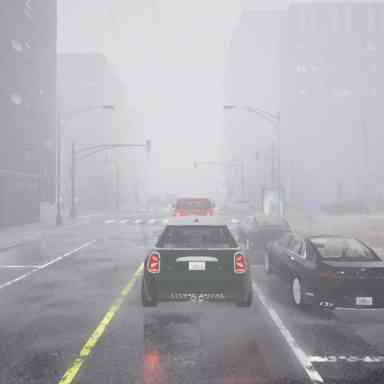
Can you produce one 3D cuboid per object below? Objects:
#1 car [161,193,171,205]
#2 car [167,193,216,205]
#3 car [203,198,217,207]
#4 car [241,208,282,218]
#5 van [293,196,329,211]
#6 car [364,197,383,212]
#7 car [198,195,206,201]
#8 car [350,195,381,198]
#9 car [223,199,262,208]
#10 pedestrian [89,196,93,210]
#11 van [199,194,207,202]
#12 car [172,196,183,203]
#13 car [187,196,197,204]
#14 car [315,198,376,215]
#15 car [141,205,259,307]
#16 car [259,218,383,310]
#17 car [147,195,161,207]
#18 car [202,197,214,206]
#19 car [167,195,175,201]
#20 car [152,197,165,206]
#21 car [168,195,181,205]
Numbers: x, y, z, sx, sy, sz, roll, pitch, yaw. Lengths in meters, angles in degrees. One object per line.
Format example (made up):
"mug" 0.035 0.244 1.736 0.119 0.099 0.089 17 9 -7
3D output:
"car" -3.137 1.240 51.086 2.150 2.045 5.566 0 0 0
"car" 0.082 1.228 17.601 2.150 2.045 5.566 0 0 0
"car" 2.684 1.585 51.396 1.947 1.339 4.313 1 0 0
"car" 2.826 1.555 13.204 2.008 1.369 4.403 1 0 0
"van" 13.752 1.296 38.220 3.998 1.788 1.690 0 0 0
"car" 21.313 1.459 35.582 4.718 1.301 1.895 0 -1 0
"car" 2.672 1.582 90.394 1.887 1.381 4.507 1 0 0
"car" 19.279 1.228 38.182 5.009 1.841 2.192 0 0 0
"car" 5.468 1.523 36.819 4.674 1.442 1.812 -1 -1 18
"pedestrian" -12.542 1.348 41.356 0.375 1.860 0.375 0 0 0
"van" 2.678 1.373 79.253 1.690 1.788 3.998 1 0 0
"car" -3.023 1.553 70.725 2.128 1.511 4.902 0 0 0
"car" 0.079 1.529 64.411 1.837 1.490 4.892 0 0 0
"car" 13.694 1.413 29.838 4.206 1.307 1.802 0 0 0
"car" 0.098 1.354 8.130 2.097 1.767 4.553 0 0 0
"car" 2.828 1.553 7.634 2.008 1.369 4.403 1 0 0
"car" -5.692 1.334 51.434 2.192 1.841 5.009 1 0 0
"car" 2.683 1.603 56.967 1.802 1.307 4.206 1 0 0
"car" -5.708 1.603 90.431 1.947 1.339 4.313 1 0 0
"car" -5.697 1.566 57.005 1.887 1.381 4.507 1 0 0
"car" -3.088 1.375 60.655 2.097 1.767 4.553 0 0 0
